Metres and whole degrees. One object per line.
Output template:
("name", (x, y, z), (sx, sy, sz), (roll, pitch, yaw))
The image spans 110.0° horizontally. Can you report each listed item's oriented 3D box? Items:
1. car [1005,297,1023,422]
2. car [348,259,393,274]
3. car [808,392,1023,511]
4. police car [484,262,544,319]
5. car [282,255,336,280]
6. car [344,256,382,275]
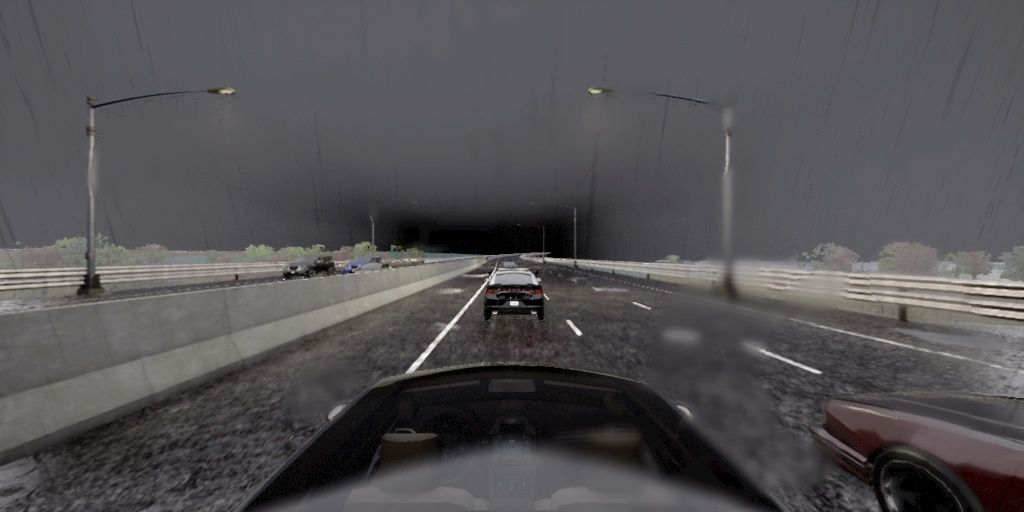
("car", (7.092, 1.253, 2.039), (1.837, 1.490, 4.892), (0, 0, 0))
("car", (-10.802, 1.255, 28.339), (1.837, 1.490, 4.892), (0, 0, -1))
("car", (3.595, 1.297, 0.715), (2.033, 1.411, 5.357), (0, 0, 0))
("police car", (0.054, 1.175, 13.014), (1.930, 1.638, 5.238), (0, 0, 0))
("car", (-17.849, 0.972, 31.898), (2.150, 2.045, 5.566), (0, 0, -1))
("car", (-14.390, 0.972, 35.302), (2.150, 2.045, 5.566), (0, 0, -1))
